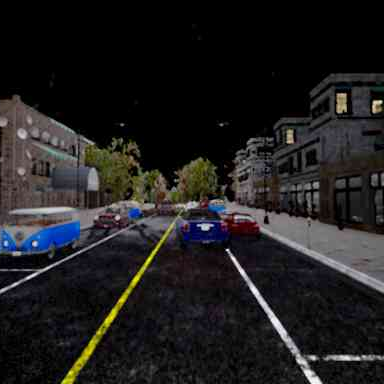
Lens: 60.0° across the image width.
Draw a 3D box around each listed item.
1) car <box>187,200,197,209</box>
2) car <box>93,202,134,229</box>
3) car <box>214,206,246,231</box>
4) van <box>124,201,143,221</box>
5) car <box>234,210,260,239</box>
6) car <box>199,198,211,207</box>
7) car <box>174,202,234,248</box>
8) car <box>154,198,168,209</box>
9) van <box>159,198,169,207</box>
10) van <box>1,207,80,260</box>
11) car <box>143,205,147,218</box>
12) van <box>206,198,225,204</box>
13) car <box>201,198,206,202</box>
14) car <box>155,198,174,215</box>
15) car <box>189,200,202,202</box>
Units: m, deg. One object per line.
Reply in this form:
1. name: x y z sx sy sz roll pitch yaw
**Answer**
1. car: 0.033 2.283 60.790 1.812 1.442 4.674 0 -1 0
2. car: -5.706 1.746 24.010 1.967 1.590 4.097 1 -1 0
3. car: 2.673 1.834 24.201 1.752 1.417 4.829 1 -1 0
4. van: -5.711 1.717 29.553 1.690 1.788 3.998 1 -1 0
5. car: 2.679 1.818 18.487 1.802 1.307 4.206 1 -1 0
6. car: 2.639 2.163 68.374 2.192 1.841 5.009 1 -1 0
7. car: 0.381 1.556 15.960 2.097 1.767 4.553 0 -1 -5
8. car: -5.748 2.097 62.811 2.192 1.841 5.009 1 -1 0
9. van: -5.767 2.189 68.352 1.690 1.788 3.998 1 -1 0
10. van: -5.692 1.507 12.926 1.690 1.788 3.998 1 -1 0
11. car: -5.720 1.995 35.094 2.008 1.369 4.403 1 -1 0
12. van: 2.663 1.786 35.119 1.690 1.788 3.998 1 -1 0
13. car: 2.637 2.156 57.288 1.967 1.590 4.097 1 -1 0
14. car: -3.126 1.874 41.354 2.097 1.767 4.553 0 -1 0
15. car: 0.051 2.073 43.362 1.812 1.442 4.674 0 -1 0
